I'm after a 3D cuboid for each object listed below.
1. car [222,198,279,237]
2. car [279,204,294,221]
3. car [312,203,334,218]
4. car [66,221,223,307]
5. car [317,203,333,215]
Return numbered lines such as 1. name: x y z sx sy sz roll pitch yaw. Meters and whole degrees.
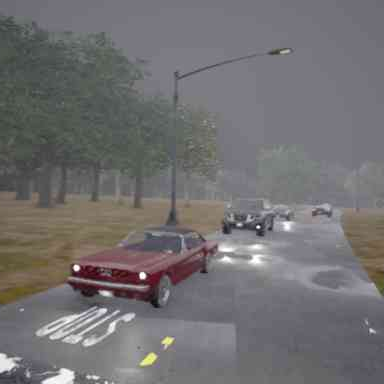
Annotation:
1. car: 3.410 1.349 19.360 2.150 2.045 5.566 1 -1 21
2. car: 8.497 1.892 31.502 1.812 1.442 4.674 1 -1 23
3. car: 14.907 2.149 38.239 1.812 1.442 4.674 1 -1 25
4. car: -0.833 1.586 8.208 1.895 1.301 4.718 1 0 20
5. car: 18.505 2.371 46.167 1.837 1.490 4.892 1 -1 25
